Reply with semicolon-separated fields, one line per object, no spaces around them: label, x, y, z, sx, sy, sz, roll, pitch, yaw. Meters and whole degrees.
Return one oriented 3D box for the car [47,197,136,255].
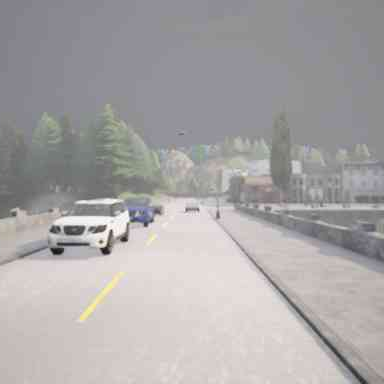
car;-4.084;1.329;14.201;2.150;2.045;5.566;0;0;0

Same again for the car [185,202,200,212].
car;0.084;1.936;44.423;1.895;1.301;4.718;0;0;0

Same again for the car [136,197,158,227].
car;-4.075;1.409;24.717;2.150;2.045;5.566;0;0;0

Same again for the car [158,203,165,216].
car;-4.060;1.874;36.106;1.895;1.301;4.718;0;0;0
